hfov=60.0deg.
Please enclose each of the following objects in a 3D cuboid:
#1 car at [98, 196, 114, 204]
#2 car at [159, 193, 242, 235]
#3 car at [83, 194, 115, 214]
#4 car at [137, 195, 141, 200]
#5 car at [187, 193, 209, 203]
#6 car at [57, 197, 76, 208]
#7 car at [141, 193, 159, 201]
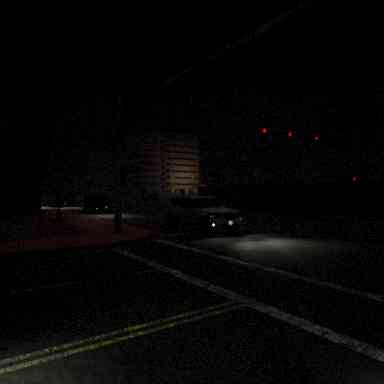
[{"bbox_3d":[-17.252,1.526,66.768,1.812,1.442,4.674,0,0,-33],"label":"car"},{"bbox_3d":[0.485,1.223,19.242,2.150,2.045,5.566,0,0,-33],"label":"car"},{"bbox_3d":[-10.091,1.223,35.749,2.150,2.045,5.566,0,0,-33],"label":"car"},{"bbox_3d":[-11.404,1.153,83.910,4.605,1.855,1.932,0,0,-34],"label":"car"},{"bbox_3d":[1.207,1.156,65.255,3.866,1.878,1.905,0,0,-34],"label":"car"},{"bbox_3d":[-18.474,1.506,48.905,1.837,1.490,4.892,0,0,-32],"label":"car"},{"bbox_3d":[-9.827,1.156,81.483,3.866,1.878,1.905,0,0,-34],"label":"car"}]
